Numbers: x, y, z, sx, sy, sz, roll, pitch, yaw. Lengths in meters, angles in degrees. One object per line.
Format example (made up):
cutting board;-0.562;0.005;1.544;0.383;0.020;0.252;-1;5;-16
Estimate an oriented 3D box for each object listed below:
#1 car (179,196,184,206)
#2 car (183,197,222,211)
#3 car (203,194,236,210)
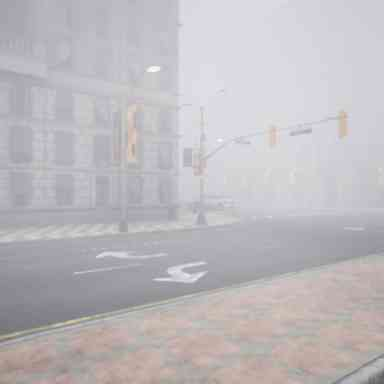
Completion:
car;-2.469;1.560;52.094;2.128;1.511;4.902;0;0;-35
car;1.203;1.624;40.937;1.994;1.385;4.181;0;0;-36
car;3.373;1.290;43.904;2.150;2.045;5.566;0;0;-37
